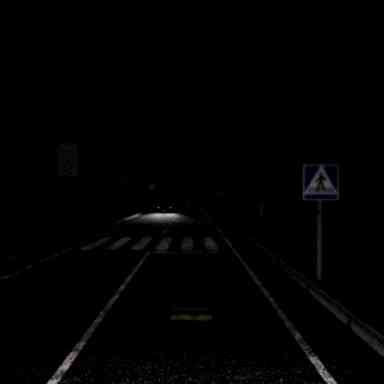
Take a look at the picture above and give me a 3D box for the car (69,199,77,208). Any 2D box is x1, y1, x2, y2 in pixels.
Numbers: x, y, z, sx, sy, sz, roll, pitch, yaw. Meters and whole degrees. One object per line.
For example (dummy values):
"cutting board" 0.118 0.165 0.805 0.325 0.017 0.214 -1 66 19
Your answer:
"car" -21.842 1.938 53.885 4.892 1.521 2.231 0 -1 0

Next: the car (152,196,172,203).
"car" -8.634 2.405 91.510 4.892 1.521 2.231 0 -1 0

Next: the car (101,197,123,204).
"car" -21.724 2.361 88.790 5.008 1.535 2.097 0 -1 0

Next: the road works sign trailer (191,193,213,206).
"road works sign trailer" 2.519 1.754 70.882 3.560 2.880 2.380 -4 44 -44

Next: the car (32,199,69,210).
"car" -21.856 1.938 50.609 4.674 1.452 2.002 0 -1 0

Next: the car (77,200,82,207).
"car" -21.842 1.976 57.158 5.008 1.535 2.097 0 -1 0

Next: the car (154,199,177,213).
"car" -3.268 1.948 41.748 1.895 1.301 4.718 0 -1 0

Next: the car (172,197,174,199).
"car" -8.660 2.198 94.315 5.566 2.045 2.435 0 -1 0
